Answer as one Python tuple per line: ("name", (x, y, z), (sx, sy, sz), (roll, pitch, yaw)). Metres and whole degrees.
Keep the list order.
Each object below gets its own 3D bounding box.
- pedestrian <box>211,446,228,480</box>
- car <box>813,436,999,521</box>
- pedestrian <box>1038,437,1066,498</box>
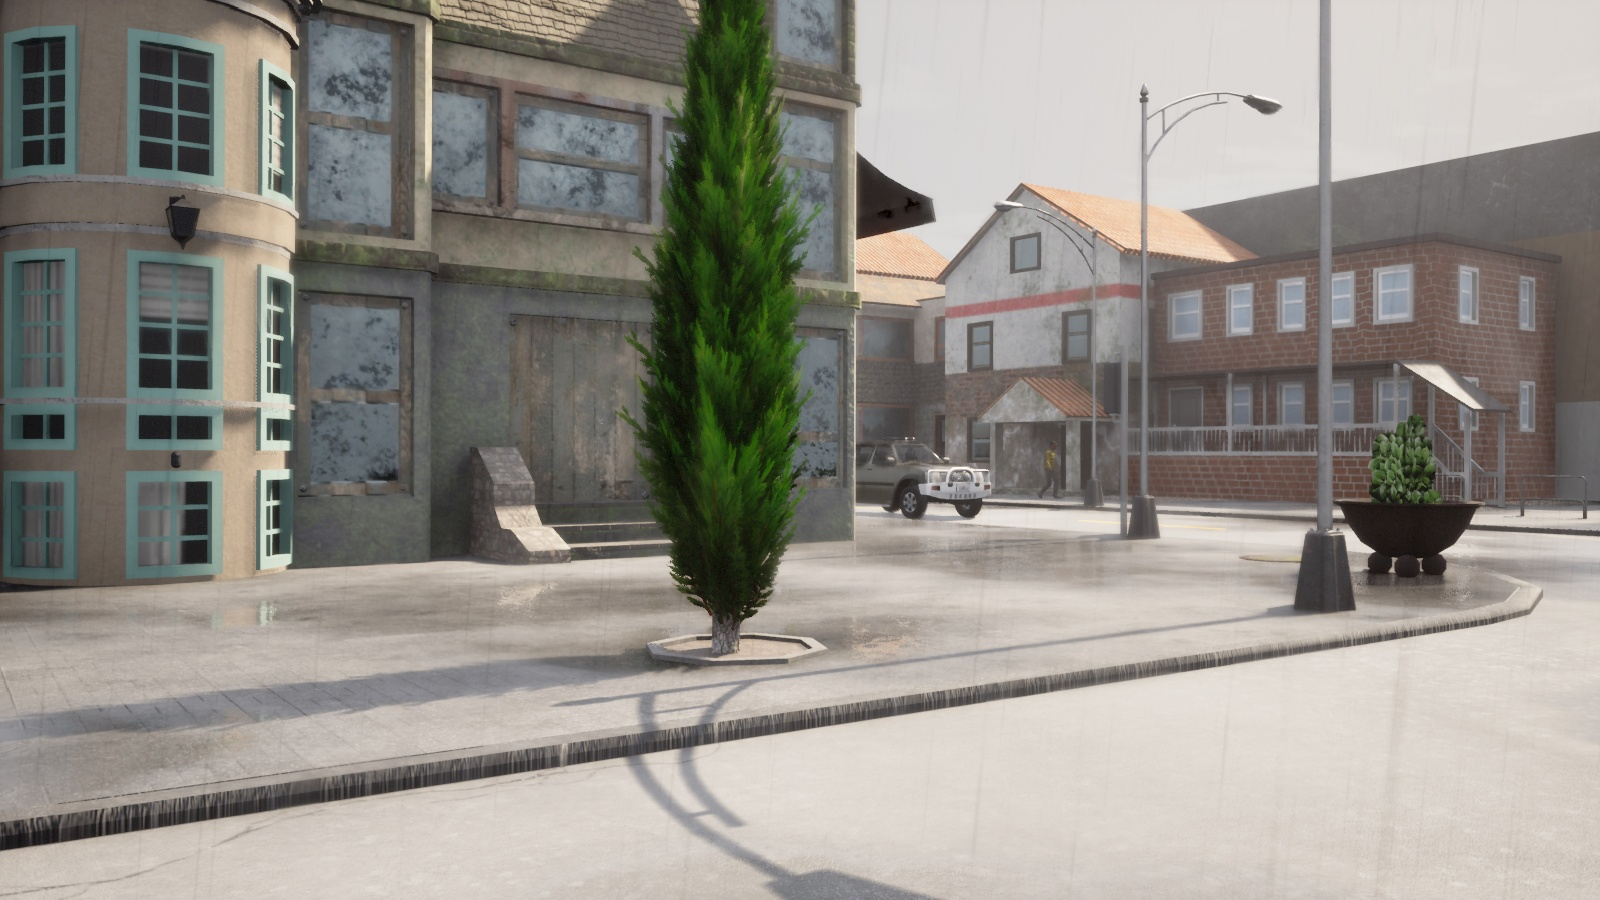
("pedestrian", (-31.489, 0.683, 68.122), (0.634, 1.844, 0.899), (0, 0, -37))
("car", (2.406, 0.629, 29.817), (1.932, 1.855, 4.605), (0, 0, -34))
("pedestrian", (7.678, 0.532, 38.219), (0.431, 1.840, 0.709), (0, 0, -39))
